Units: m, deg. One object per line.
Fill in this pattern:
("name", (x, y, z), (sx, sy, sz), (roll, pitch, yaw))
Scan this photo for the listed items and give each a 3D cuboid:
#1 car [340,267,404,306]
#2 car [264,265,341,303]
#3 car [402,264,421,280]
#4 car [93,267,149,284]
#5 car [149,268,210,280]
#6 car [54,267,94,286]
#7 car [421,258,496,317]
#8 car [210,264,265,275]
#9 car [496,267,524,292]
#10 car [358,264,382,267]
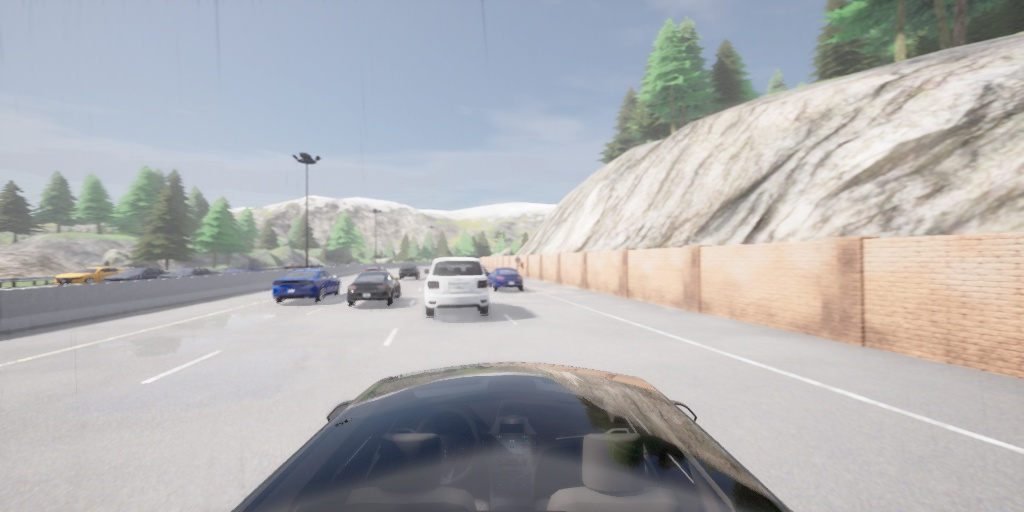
("car", (-6.339, 1.434, 16.752), (1.812, 1.442, 4.674), (0, 0, -11))
("car", (-10.198, 1.420, 18.172), (1.882, 1.535, 5.008), (0, 0, -11))
("car", (-10.326, 1.597, 36.299), (1.837, 1.490, 4.892), (0, -1, -11))
("car", (-30.582, 1.697, 29.559), (2.033, 1.411, 5.357), (0, 0, -12))
("car", (-27.155, 1.684, 30.266), (2.033, 1.411, 5.357), (0, 0, -12))
("car", (-34.102, 1.645, 29.313), (1.882, 1.535, 5.008), (0, 0, -12))
("car", (-2.204, 1.086, 13.952), (2.150, 2.045, 5.566), (0, 0, -11))
("car", (-23.888, 1.482, 31.765), (2.097, 1.767, 4.553), (0, 0, -12))
("car", (-0.495, 1.455, 23.111), (1.812, 1.442, 4.674), (0, -1, -12))
("car", (-13.879, 1.637, 36.231), (1.812, 1.442, 4.674), (0, 0, -11))
